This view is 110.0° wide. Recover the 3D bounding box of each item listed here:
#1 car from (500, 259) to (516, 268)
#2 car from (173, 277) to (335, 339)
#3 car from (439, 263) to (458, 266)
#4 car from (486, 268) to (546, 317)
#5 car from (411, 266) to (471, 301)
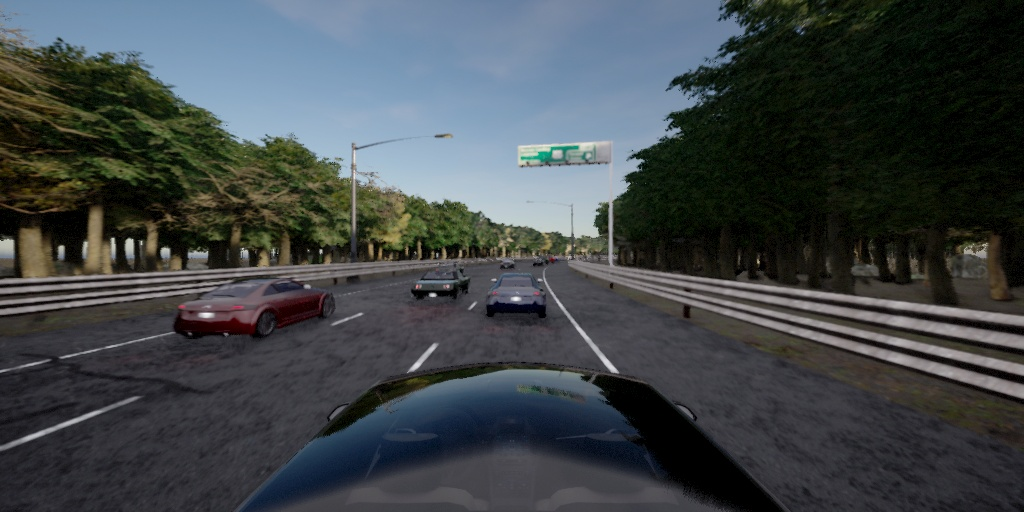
[{"bbox_3d":[-0.508,1.185,51.481,1.812,1.442,4.674,0,0,7],"label":"car"},{"bbox_3d":[-6.792,1.279,10.032,1.994,1.385,4.181,0,0,1],"label":"car"},{"bbox_3d":[-5.789,1.283,33.563,1.895,1.301,4.718,1,0,4],"label":"car"},{"bbox_3d":[0.183,1.298,13.117,1.994,1.385,4.181,0,0,2],"label":"car"},{"bbox_3d":[-3.204,1.321,17.206,1.895,1.301,4.718,0,0,2],"label":"car"}]
